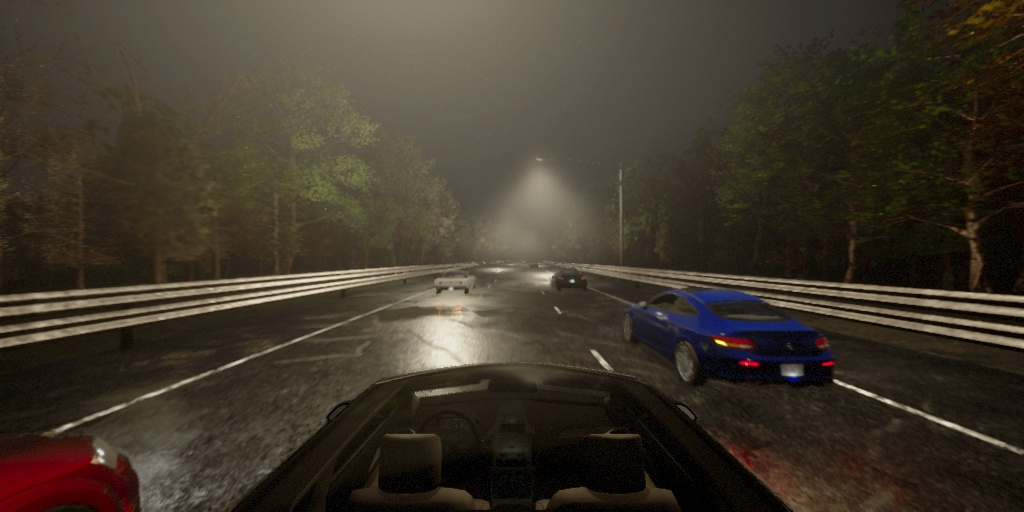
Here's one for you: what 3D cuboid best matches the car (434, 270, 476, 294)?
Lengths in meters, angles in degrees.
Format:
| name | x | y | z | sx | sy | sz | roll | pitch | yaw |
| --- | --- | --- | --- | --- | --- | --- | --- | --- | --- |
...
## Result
| name | x | y | z | sx | sy | sz | roll | pitch | yaw |
| --- | --- | --- | --- | --- | --- | --- | --- | --- | --- |
| car | -3.311 | 1.525 | 21.744 | 1.895 | 1.301 | 4.718 | 0 | -1 | 1 |

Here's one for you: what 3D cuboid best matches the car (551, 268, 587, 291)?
| name | x | y | z | sx | sy | sz | roll | pitch | yaw |
| --- | --- | --- | --- | --- | --- | --- | --- | --- | --- |
| car | 3.712 | 1.513 | 23.918 | 1.994 | 1.385 | 4.181 | 0 | -1 | 1 |

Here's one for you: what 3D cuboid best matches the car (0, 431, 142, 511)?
| name | x | y | z | sx | sy | sz | roll | pitch | yaw |
| --- | --- | --- | --- | --- | --- | --- | --- | --- | --- |
| car | -3.397 | 1.301 | 0.552 | 1.994 | 1.385 | 4.181 | 0 | -1 | 0 |

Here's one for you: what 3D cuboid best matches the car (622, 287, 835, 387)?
| name | x | y | z | sx | sy | sz | roll | pitch | yaw |
| --- | --- | --- | --- | --- | --- | --- | --- | --- | --- |
| car | 3.608 | 1.325 | 6.917 | 1.812 | 1.442 | 4.674 | 0 | -1 | 0 |
